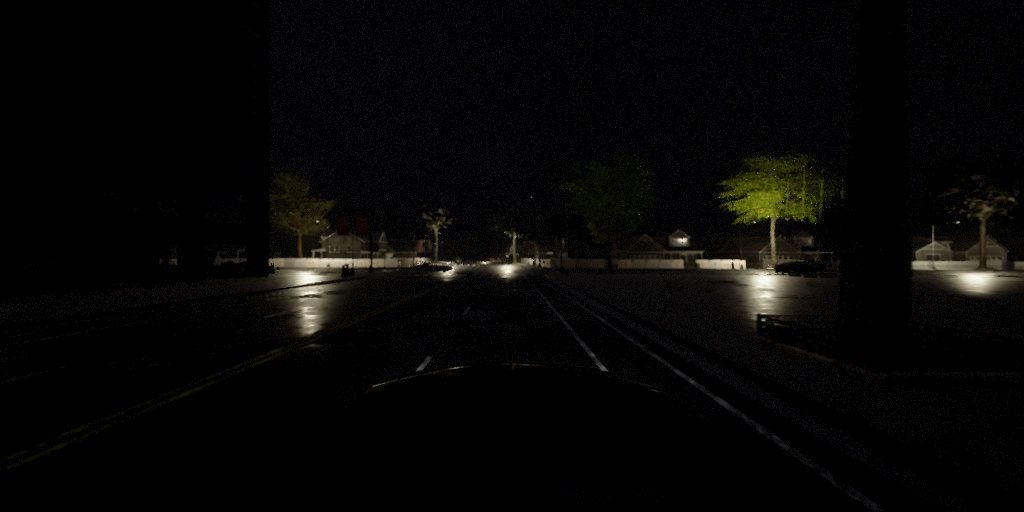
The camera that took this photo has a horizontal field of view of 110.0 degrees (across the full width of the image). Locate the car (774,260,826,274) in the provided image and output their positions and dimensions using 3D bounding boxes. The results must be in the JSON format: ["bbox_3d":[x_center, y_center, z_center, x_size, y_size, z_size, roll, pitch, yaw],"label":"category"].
[{"bbox_3d":[35.199,1.446,44.144,5.008,1.535,1.882,0,0,2],"label":"car"}]

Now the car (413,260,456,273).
[{"bbox_3d":[-9.970,1.463,45.535,4.718,1.301,1.895,0,0,2],"label":"car"}]

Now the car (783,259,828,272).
[{"bbox_3d":[41.210,1.338,50.490,4.553,1.767,2.097,0,0,2],"label":"car"}]

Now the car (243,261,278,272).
[{"bbox_3d":[-32.854,1.373,46.240,4.892,1.490,1.837,2,0,2],"label":"car"}]
